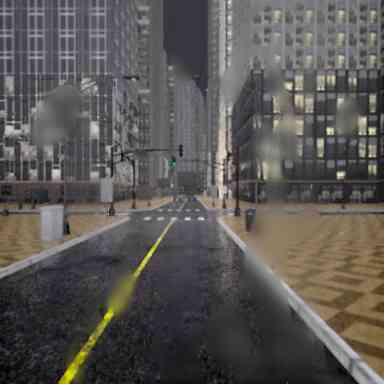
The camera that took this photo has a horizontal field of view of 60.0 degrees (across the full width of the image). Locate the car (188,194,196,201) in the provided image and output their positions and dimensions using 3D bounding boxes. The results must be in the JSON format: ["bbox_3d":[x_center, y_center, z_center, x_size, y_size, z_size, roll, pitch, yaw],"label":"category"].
[{"bbox_3d":[-0.078,1.332,88.323,2.097,1.767,4.553,0,0,0],"label":"car"}]

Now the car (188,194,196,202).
[{"bbox_3d":[-0.069,1.507,78.335,1.812,1.442,4.674,0,0,0],"label":"car"}]

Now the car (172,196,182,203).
[{"bbox_3d":[-3.062,1.503,69.617,2.128,1.511,4.902,0,0,0],"label":"car"}]
